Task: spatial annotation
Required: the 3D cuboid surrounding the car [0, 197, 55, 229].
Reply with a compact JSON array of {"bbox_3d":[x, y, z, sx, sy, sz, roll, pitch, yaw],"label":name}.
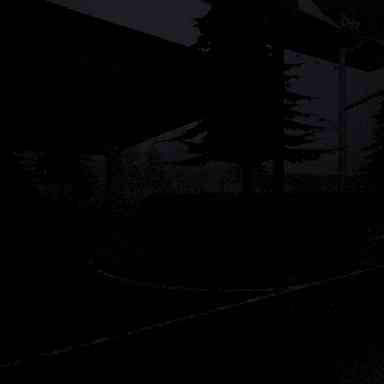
[{"bbox_3d":[-11.886,1.312,23.526,3.866,1.878,1.905,0,0,-36],"label":"car"}]
